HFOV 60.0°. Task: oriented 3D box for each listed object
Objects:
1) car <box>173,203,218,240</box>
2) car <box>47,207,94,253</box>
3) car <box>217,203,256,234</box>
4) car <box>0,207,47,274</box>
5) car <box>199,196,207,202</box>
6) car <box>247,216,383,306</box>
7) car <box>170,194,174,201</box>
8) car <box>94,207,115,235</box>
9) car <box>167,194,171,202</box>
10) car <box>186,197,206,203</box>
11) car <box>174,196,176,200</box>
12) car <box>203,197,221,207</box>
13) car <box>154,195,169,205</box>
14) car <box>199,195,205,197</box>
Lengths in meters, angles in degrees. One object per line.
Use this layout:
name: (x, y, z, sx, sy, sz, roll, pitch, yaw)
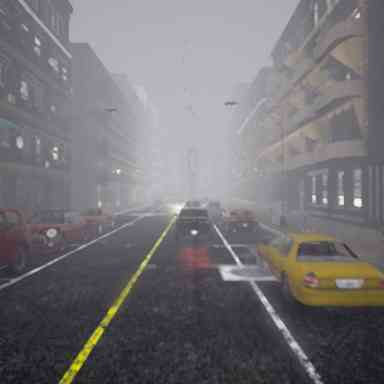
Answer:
car: (0.101, 1.518, 17.053, 1.837, 1.490, 4.892, 0, 0, 0)
car: (-5.688, 1.451, 13.463, 1.967, 1.590, 4.097, 0, 0, 0)
car: (2.692, 1.560, 19.095, 1.887, 1.381, 4.507, 0, 0, 0)
car: (-5.688, 1.322, 7.827, 2.192, 1.841, 5.009, 0, 0, 0)
car: (2.695, 1.638, 81.093, 1.802, 1.307, 4.206, 0, 0, 0)
car: (2.692, 1.532, 7.993, 1.752, 1.417, 4.829, 0, 0, 0)
car: (-5.686, 1.598, 75.462, 1.887, 1.381, 4.507, 0, 0, 0)
car: (-5.688, 1.560, 19.100, 1.887, 1.381, 4.507, 0, 0, 0)
car: (-5.687, 1.597, 64.189, 2.008, 1.369, 4.403, 0, 0, 0)
car: (0.101, 1.574, 35.220, 2.033, 1.411, 5.357, 0, 0, 0)
car: (-5.684, 1.375, 86.735, 2.192, 1.841, 5.009, 0, 0, 0)
car: (2.694, 1.582, 41.639, 2.008, 1.369, 4.403, 0, 0, 0)
car: (-5.686, 1.594, 58.552, 2.008, 1.369, 4.403, 0, 0, 0)
car: (2.695, 1.571, 64.354, 1.752, 1.417, 4.829, 0, 0, 0)
